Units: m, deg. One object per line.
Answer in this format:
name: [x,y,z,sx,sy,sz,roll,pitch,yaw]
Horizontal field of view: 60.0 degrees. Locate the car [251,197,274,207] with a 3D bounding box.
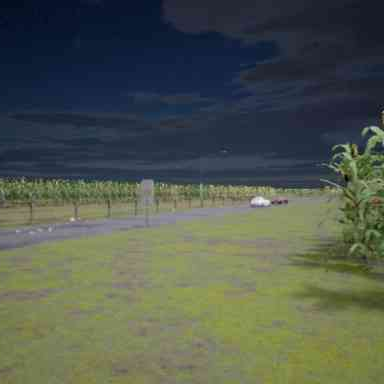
car: [10.081,1.447,48.869,1.812,1.442,4.674,1,0,31]

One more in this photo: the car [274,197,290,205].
car: [15.336,1.512,57.575,1.895,1.301,4.718,1,1,35]
